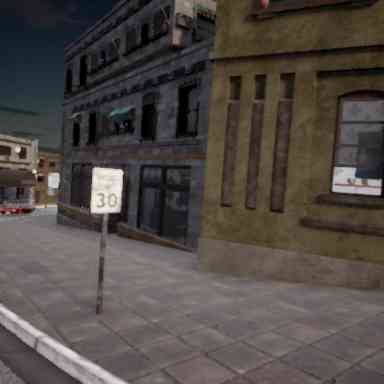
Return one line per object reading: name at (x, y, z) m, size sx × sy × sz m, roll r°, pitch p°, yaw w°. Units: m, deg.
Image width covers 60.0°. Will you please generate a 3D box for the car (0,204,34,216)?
car at (-19.898, 2.003, 38.123) m, size 1.895 × 1.301 × 4.718 m, roll 4°, pitch -1°, yaw -2°
